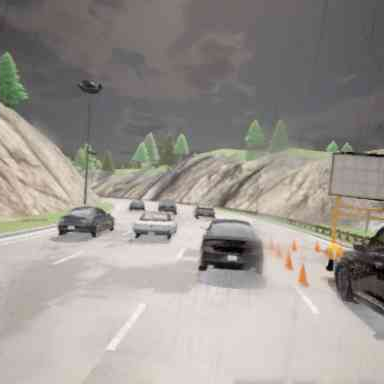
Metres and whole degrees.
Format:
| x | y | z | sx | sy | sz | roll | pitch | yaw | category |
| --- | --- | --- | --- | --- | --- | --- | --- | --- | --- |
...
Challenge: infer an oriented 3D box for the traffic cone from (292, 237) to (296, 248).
| x | y | z | sx | sy | sz | roll | pitch | yaw | category |
| --- | --- | --- | --- | --- | --- | --- | --- | --- | --- |
| 4.599 | 2.341 | 14.973 | 0.340 | 0.580 | 0.340 | 3 | -1 | 6 | traffic cone |

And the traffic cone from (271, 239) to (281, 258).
| x | y | z | sx | sy | sz | roll | pitch | yaw | category |
| --- | --- | --- | --- | --- | --- | --- | --- | --- | --- |
| 3.413 | 2.264 | 13.079 | 0.340 | 0.580 | 0.340 | 3 | -1 | 6 | traffic cone |

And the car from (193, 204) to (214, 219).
| x | y | z | sx | sy | sz | roll | pitch | yaw | category |
| --- | --- | --- | --- | --- | --- | --- | --- | --- | --- |
| 1.168 | 1.933 | 33.806 | 2.128 | 1.511 | 4.902 | 3 | -1 | -5 | car |

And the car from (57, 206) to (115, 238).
| x | y | z | sx | sy | sz | roll | pitch | yaw | category |
| --- | --- | --- | --- | --- | --- | --- | --- | --- | --- |
| -5.373 | 1.474 | 17.350 | 1.812 | 1.442 | 4.674 | 3 | -1 | 2 | car |

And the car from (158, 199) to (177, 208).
| x | y | z | sx | sy | sz | roll | pitch | yaw | category |
| --- | --- | --- | --- | --- | --- | --- | --- | --- | --- |
| -2.964 | 1.661 | 39.189 | 2.097 | 1.767 | 4.553 | 3 | -1 | -7 | car |

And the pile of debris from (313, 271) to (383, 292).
| x | y | z | sx | sy | sz | roll | pitch | yaw | category |
| --- | --- | --- | --- | --- | --- | --- | --- | --- | --- |
| 4.581 | 2.485 | 9.268 | 1.860 | 0.140 | 1.500 | 3 | -1 | -2 | pile of debris |

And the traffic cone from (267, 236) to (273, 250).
| x | y | z | sx | sy | sz | roll | pitch | yaw | category |
| --- | --- | --- | --- | --- | --- | --- | --- | --- | --- |
| 3.605 | 2.296 | 15.069 | 0.340 | 0.580 | 0.340 | 3 | -1 | 6 | traffic cone |

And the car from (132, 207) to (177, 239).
| x | y | z | sx | sy | sz | roll | pitch | yaw | category |
| --- | --- | --- | --- | --- | --- | --- | --- | --- | --- |
| -1.852 | 1.723 | 18.166 | 1.895 | 1.301 | 4.718 | 3 | -1 | 2 | car |

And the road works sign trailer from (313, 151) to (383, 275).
| x | y | z | sx | sy | sz | roll | pitch | yaw | category |
| --- | --- | --- | --- | --- | --- | --- | --- | --- | --- |
| 5.239 | 0.650 | 9.903 | 2.380 | 3.560 | 2.880 | 7 | -4 | 15 | road works sign trailer |

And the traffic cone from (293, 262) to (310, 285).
| x | y | z | sx | sy | sz | roll | pitch | yaw | category |
| --- | --- | --- | --- | --- | --- | --- | --- | --- | --- |
| 3.031 | 2.201 | 9.097 | 0.340 | 0.580 | 0.340 | 3 | -1 | 6 | traffic cone |

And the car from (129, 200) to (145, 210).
| x | y | z | sx | sy | sz | roll | pitch | yaw | category |
| --- | --- | --- | --- | --- | --- | --- | --- | --- | --- |
| -7.307 | 1.729 | 44.156 | 1.994 | 1.385 | 4.181 | 3 | -1 | -12 | car |

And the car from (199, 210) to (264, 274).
| x | y | z | sx | sy | sz | roll | pitch | yaw | category |
| --- | --- | --- | --- | --- | --- | --- | --- | --- | --- |
| 1.288 | 1.669 | 11.509 | 1.882 | 1.535 | 5.008 | 3 | 0 | 4 | car |

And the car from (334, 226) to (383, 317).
| x | y | z | sx | sy | sz | roll | pitch | yaw | category |
| --- | --- | --- | --- | --- | --- | --- | --- | --- | --- |
| 4.320 | 1.519 | 5.716 | 2.150 | 2.045 | 5.566 | 3 | -4 | 6 | car |

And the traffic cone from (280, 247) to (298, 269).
| x | y | z | sx | sy | sz | roll | pitch | yaw | category |
| --- | --- | --- | --- | --- | --- | --- | --- | --- | --- |
| 3.222 | 2.233 | 11.088 | 0.340 | 0.580 | 0.340 | 3 | -1 | 6 | traffic cone |
